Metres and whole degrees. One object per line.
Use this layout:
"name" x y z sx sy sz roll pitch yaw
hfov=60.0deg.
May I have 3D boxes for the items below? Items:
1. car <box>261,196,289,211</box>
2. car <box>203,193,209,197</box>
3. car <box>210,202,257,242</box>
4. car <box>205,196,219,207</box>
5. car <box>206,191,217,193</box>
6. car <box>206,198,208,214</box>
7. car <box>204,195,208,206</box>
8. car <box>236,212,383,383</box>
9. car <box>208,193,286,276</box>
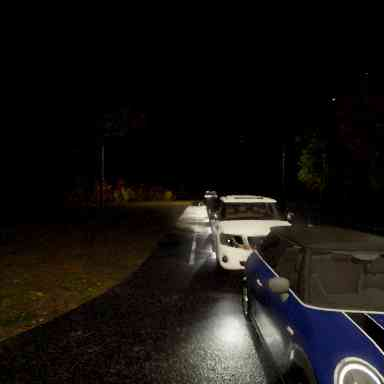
"car" 9.552 1.291 38.653 2.128 1.511 4.902 0 0 2
"car" 2.645 1.275 41.550 2.128 1.511 4.902 0 0 2
"car" 1.928 1.384 16.797 1.882 1.535 5.008 0 0 2
"car" 2.862 1.314 47.958 1.994 1.385 4.181 0 0 3
"car" 3.080 0.938 54.390 2.150 2.045 5.566 0 0 3
"car" 2.106 1.380 23.044 1.837 1.490 4.892 0 0 2
"car" 2.282 1.322 29.297 1.882 1.535 5.008 0 0 2
"car" 1.941 1.338 4.111 2.097 1.767 4.553 0 0 0
"car" 1.759 1.160 10.458 2.150 2.045 5.566 0 0 1
